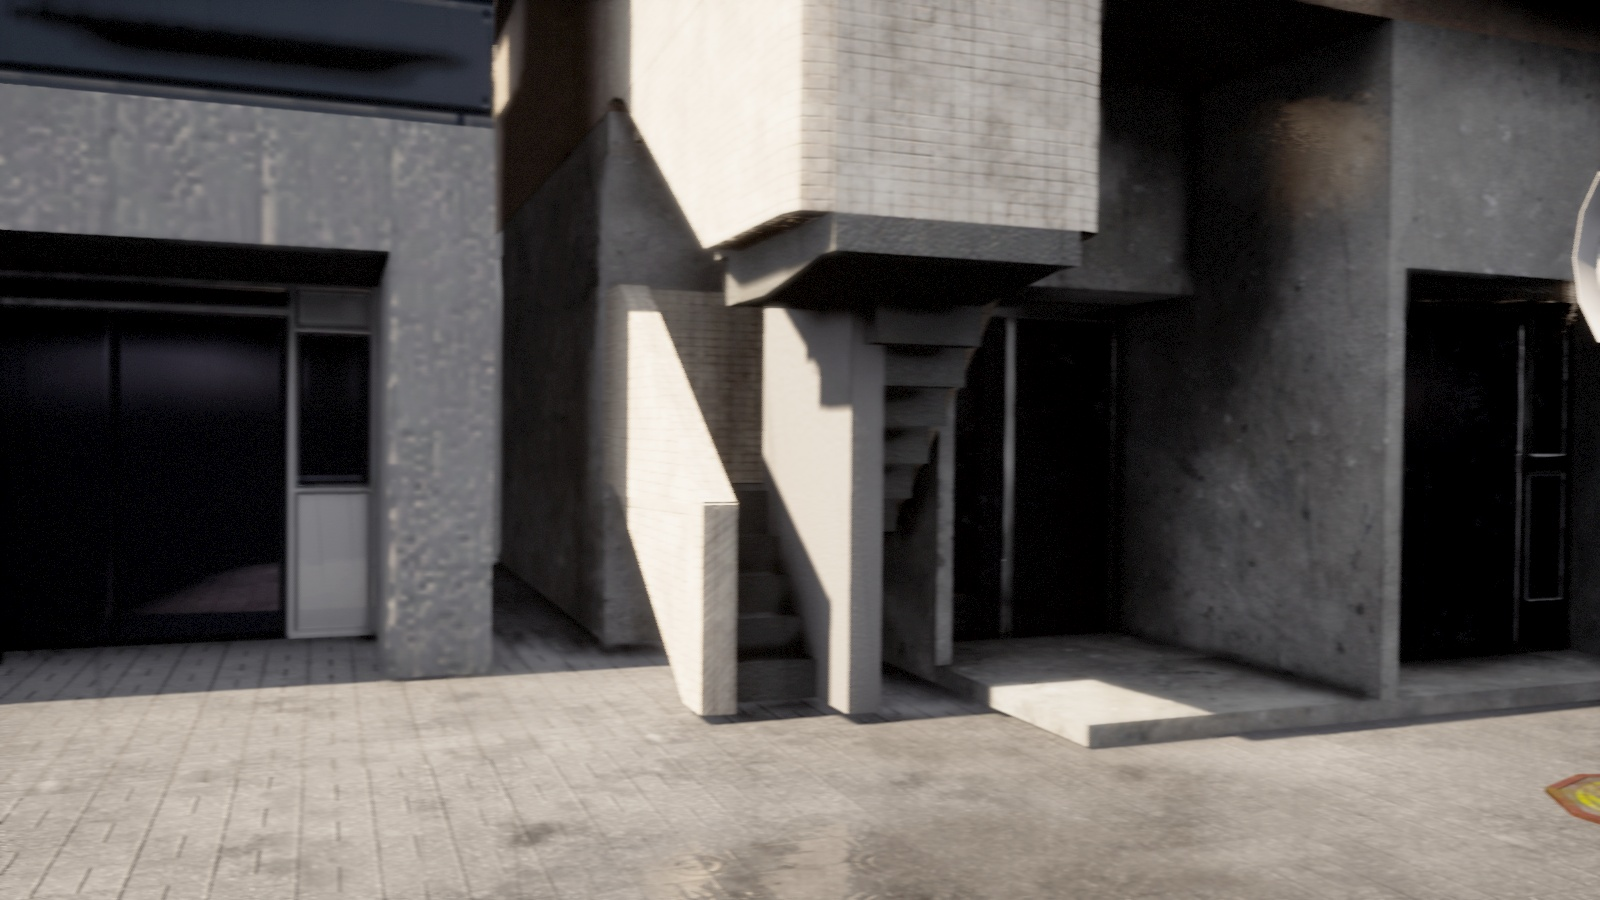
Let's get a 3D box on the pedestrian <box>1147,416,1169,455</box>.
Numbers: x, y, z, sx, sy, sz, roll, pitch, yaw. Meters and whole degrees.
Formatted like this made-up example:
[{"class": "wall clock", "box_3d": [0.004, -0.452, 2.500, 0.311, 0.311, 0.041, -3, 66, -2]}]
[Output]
[{"class": "pedestrian", "box_3d": [18.398, -0.750, 64.595, 0.659, 1.952, 0.873, -1, 1, -22]}]
